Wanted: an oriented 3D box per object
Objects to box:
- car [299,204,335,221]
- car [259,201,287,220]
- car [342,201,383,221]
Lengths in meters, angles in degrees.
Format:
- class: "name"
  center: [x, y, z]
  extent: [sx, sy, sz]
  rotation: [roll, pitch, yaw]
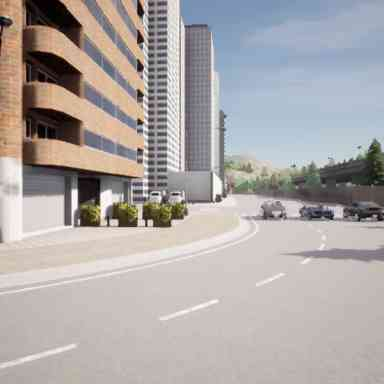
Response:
- class: "car"
  center: [10.251, 1.653, 27.594]
  extent: [1.895, 1.301, 4.718]
  rotation: [0, 0, 7]
- class: "car"
  center: [6.777, 1.519, 28.023]
  extent: [2.128, 1.511, 4.902]
  rotation: [0, 0, 7]
- class: "car"
  center: [13.681, 1.515, 26.788]
  extent: [1.837, 1.490, 4.892]
  rotation: [0, 0, 7]
